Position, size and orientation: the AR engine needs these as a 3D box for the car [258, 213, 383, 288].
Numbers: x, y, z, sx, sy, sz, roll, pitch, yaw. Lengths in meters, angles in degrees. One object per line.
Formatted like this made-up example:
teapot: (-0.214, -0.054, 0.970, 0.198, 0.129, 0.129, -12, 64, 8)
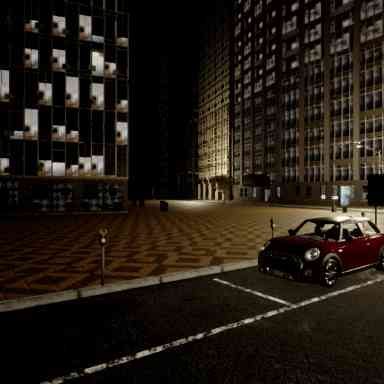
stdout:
car: (3.710, 1.439, 9.208, 4.097, 1.590, 1.967, 0, 0, -36)
